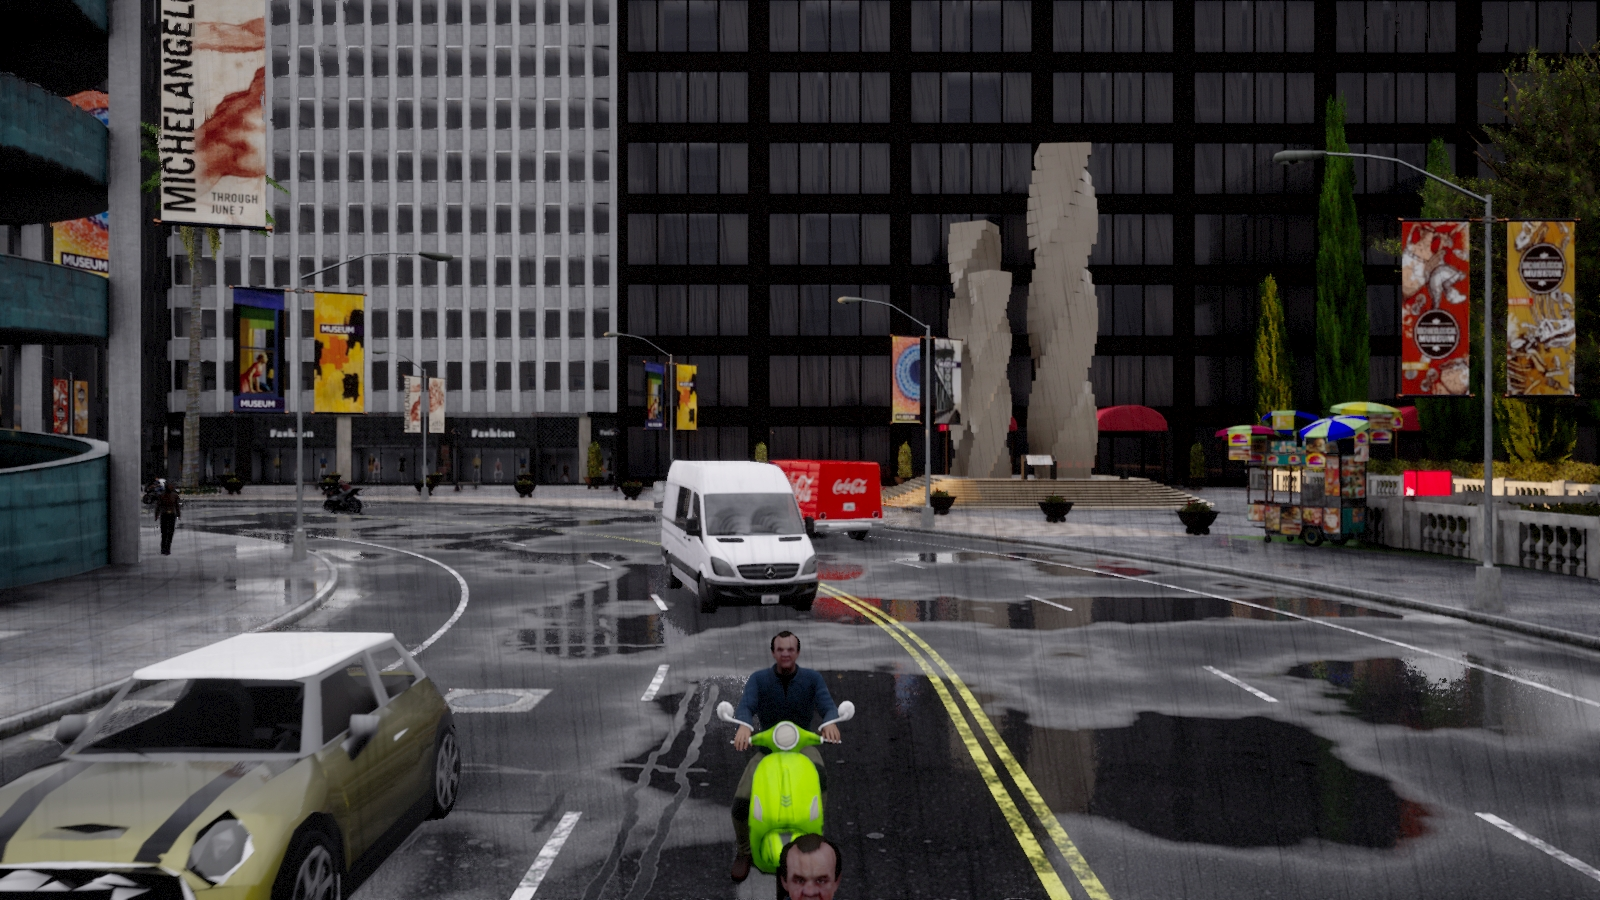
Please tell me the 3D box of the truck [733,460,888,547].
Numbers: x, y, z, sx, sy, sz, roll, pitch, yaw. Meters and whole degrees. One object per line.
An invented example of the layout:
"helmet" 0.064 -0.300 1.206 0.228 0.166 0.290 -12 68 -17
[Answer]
"truck" 0.230 1.562 35.825 2.627 2.467 5.204 0 0 -29

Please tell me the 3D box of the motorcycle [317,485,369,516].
"motorcycle" -20.029 2.198 50.015 2.209 1.251 0.867 0 0 27

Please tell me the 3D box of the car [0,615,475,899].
"car" -3.568 2.063 7.269 1.970 1.475 3.806 0 0 -1

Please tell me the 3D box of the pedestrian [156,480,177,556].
"pedestrian" -15.815 1.692 28.526 0.375 1.860 0.375 0 0 -45

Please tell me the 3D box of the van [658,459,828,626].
"van" -1.275 1.526 21.613 1.988 2.561 5.915 0 1 -15
